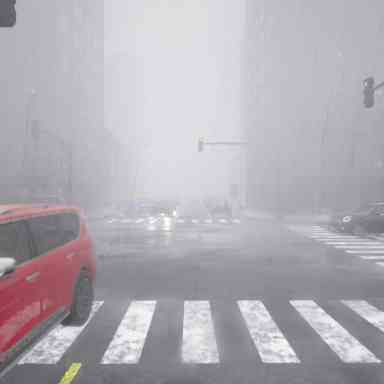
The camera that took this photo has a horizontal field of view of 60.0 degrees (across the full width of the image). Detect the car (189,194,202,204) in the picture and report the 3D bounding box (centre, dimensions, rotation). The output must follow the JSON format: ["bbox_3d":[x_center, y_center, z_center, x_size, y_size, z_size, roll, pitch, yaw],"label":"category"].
[{"bbox_3d":[0.403,1.547,61.510,2.033,1.411,5.357,0,0,0],"label":"car"}]

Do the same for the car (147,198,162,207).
[{"bbox_3d":[-5.618,1.583,50.428,1.802,1.307,4.206,0,0,0],"label":"car"}]

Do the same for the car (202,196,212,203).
[{"bbox_3d":[2.990,1.549,67.399,2.008,1.369,4.403,0,0,0],"label":"car"}]

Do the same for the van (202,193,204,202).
[{"bbox_3d":[2.935,1.342,56.060,1.690,1.788,3.998,0,0,0],"label":"van"}]

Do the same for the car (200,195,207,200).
[{"bbox_3d":[3.100,1.554,90.076,1.947,1.339,4.313,0,0,0],"label":"car"}]

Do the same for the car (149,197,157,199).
[{"bbox_3d":[-5.673,1.441,39.091,1.967,1.590,4.097,0,0,0],"label":"car"}]

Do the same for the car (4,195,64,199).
[{"bbox_3d":[-10.576,1.202,20.590,5.566,2.045,2.150,0,0,0],"label":"car"}]

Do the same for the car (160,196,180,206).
[{"bbox_3d":[-2.894,1.602,43.180,1.895,1.301,4.718,0,0,1],"label":"car"}]

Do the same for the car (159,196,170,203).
[{"bbox_3d":[-5.535,1.564,67.432,1.947,1.339,4.313,0,0,0],"label":"car"}]

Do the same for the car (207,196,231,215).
[{"bbox_3d":[2.825,1.441,33.383,1.967,1.590,4.097,0,0,0],"label":"car"}]

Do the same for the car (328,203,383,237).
[{"bbox_3d":[9.617,1.363,17.438,4.553,1.767,2.097,0,0,0],"label":"car"}]

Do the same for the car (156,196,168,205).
[{"bbox_3d":[-5.564,1.525,61.594,1.752,1.417,4.829,0,0,0],"label":"car"}]

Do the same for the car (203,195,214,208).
[{"bbox_3d":[2.880,1.441,44.721,1.967,1.590,4.097,0,0,0],"label":"car"}]

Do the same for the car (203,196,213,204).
[{"bbox_3d":[2.963,1.525,61.899,1.752,1.417,4.829,0,0,0],"label":"car"}]

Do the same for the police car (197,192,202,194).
[{"bbox_3d":[2.747,1.418,79.490,1.930,1.638,5.238,0,0,0],"label":"police car"}]

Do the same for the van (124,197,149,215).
[{"bbox_3d":[-5.701,1.342,33.423,1.690,1.788,3.998,0,0,0],"label":"van"}]

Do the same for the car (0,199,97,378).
[{"bbox_3d":[-2.958,1.222,4.173,2.150,2.045,5.566,0,0,3],"label":"car"}]

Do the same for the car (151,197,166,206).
[{"bbox_3d":[-5.591,1.567,56.096,1.947,1.339,4.313,0,0,0],"label":"car"}]

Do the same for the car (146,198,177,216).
[{"bbox_3d":[-2.943,1.602,33.197,1.895,1.301,4.718,0,0,3],"label":"car"}]

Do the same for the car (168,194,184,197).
[{"bbox_3d":[-2.834,1.548,53.870,2.033,1.411,5.357,0,0,1],"label":"car"}]
